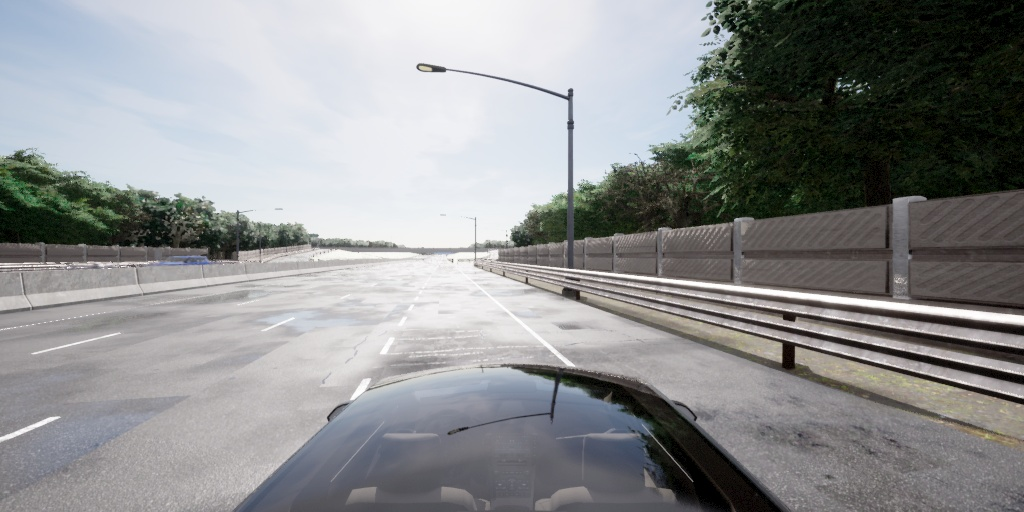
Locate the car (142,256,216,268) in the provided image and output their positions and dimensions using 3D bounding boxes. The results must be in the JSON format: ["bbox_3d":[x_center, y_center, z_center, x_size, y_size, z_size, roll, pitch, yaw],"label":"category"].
[{"bbox_3d":[-30.967,0.992,33.641,2.150,2.045,5.566,0,0,-11],"label":"car"}]

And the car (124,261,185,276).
[{"bbox_3d":[-39.213,1.326,39.556,2.033,1.411,5.357,0,0,-11],"label":"car"}]

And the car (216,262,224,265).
[{"bbox_3d":[-36.222,1.331,42.597,2.033,1.411,5.357,0,0,-11],"label":"car"}]

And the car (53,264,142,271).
[{"bbox_3d":[-24.953,1.246,20.822,2.128,1.511,4.902,0,0,-11],"label":"car"}]
